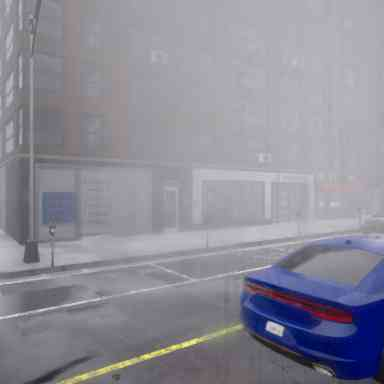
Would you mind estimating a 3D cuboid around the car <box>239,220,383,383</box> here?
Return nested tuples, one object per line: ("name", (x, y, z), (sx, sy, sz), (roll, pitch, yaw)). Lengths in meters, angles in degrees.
("car", (3.005, 1.477, 5.424), (5.008, 1.535, 1.882), (0, 0, -35))

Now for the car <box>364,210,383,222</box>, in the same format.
("car", (10.616, 1.582, 17.470), (4.206, 1.307, 1.802), (0, 0, -35))
